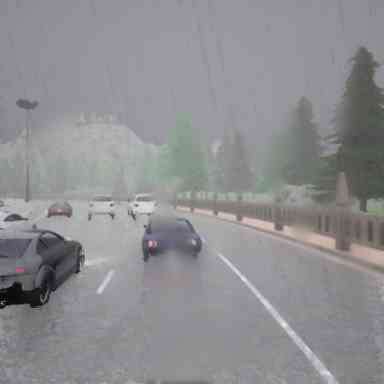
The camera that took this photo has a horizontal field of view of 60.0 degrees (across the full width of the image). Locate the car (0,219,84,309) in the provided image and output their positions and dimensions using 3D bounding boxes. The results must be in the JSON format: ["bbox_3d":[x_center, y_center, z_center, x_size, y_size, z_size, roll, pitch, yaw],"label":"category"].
[{"bbox_3d":[-3.956,1.576,7.909,1.994,1.385,4.181,0,0,-5],"label":"car"}]

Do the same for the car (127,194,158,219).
[{"bbox_3d":[-4.394,1.231,29.372,2.150,2.045,5.566,0,0,-16],"label":"car"}]

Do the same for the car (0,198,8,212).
[{"bbox_3d":[-23.749,1.561,40.370,2.128,1.511,4.902,0,0,-26],"label":"car"}]

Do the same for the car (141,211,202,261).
[{"bbox_3d":[-0.879,1.602,12.393,1.895,1.301,4.718,0,0,-7],"label":"car"}]

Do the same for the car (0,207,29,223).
[{"bbox_3d":[-8.252,1.550,14.320,1.812,1.442,4.674,0,0,-8],"label":"car"}]

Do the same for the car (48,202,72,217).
[{"bbox_3d":[-12.424,1.599,31.472,1.994,1.385,4.181,0,0,-19],"label":"car"}]

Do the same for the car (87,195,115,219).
[{"bbox_3d":[-8.140,1.243,29.752,2.150,2.045,5.566,0,0,-17],"label":"car"}]
